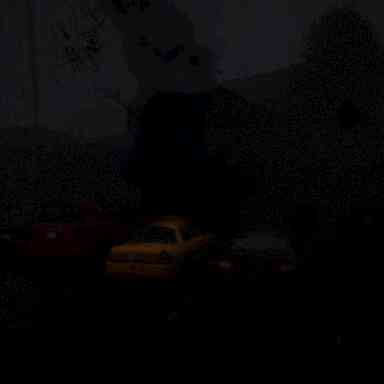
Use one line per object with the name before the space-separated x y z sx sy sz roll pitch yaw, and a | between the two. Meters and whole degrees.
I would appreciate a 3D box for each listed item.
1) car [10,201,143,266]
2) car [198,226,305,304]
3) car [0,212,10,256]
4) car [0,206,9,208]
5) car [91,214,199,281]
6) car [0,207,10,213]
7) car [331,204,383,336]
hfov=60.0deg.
car | -3.157 1.327 11.737 2.435 2.045 5.566 -1 -1 15
car | 1.739 1.559 8.235 2.002 1.452 4.674 -1 -1 15
car | -5.612 1.637 13.462 2.163 1.488 4.792 -1 -1 15
car | -10.510 1.546 16.921 2.185 1.767 4.553 0 -1 15
car | -0.661 1.548 10.154 1.946 1.575 5.366 -1 -1 15
car | -8.063 1.640 15.166 2.231 1.521 4.892 0 -1 15
car | 4.200 1.239 6.530 2.435 2.045 5.566 -1 -1 15
